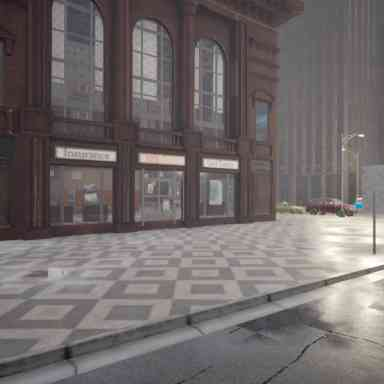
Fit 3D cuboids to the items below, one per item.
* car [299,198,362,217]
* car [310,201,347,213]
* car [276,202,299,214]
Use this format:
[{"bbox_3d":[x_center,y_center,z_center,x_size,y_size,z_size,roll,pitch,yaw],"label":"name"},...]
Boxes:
[{"bbox_3d":[13.923,1.524,33.591,2.192,1.841,5.009,0,0,-35],"label":"car"},{"bbox_3d":[17.637,1.900,43.110,1.802,1.307,4.206,-1,0,-35],"label":"car"},{"bbox_3d":[10.777,1.800,38.044,1.752,1.417,4.829,0,0,-35],"label":"car"}]
